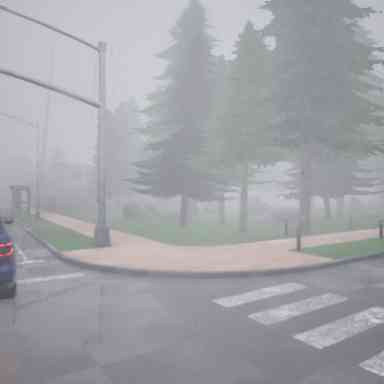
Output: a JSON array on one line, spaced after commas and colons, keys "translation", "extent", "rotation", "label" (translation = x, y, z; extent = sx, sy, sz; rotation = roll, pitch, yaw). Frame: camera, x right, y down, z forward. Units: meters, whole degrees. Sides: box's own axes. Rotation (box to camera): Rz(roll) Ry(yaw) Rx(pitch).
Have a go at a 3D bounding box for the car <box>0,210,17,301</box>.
[{"translation": [-5.490, 1.243, 7.786], "extent": [2.150, 2.045, 5.566], "rotation": [0, 0, -33], "label": "car"}]
